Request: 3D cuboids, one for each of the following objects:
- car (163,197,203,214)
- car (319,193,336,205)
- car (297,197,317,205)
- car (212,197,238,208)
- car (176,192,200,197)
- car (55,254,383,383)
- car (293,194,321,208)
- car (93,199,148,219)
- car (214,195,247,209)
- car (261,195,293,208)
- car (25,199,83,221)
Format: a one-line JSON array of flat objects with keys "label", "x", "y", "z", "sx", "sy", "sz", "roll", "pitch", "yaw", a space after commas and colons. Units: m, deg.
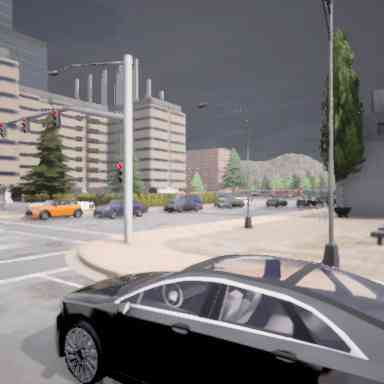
[{"label": "car", "x": -0.863, "y": 1.591, "z": 36.942, "sx": 2.033, "sy": 1.411, "sz": 5.357, "roll": 0, "pitch": 0, "yaw": 36}, {"label": "car", "x": 23.064, "y": 1.258, "z": 57.373, "sx": 2.150, "sy": 2.045, "sz": 5.566, "roll": 0, "pitch": 0, "yaw": 36}, {"label": "car", "x": 20.898, "y": 1.591, "z": 60.340, "sx": 2.033, "sy": 1.411, "sz": 5.357, "roll": 0, "pitch": 0, "yaw": 36}, {"label": "car", "x": 5.134, "y": 1.578, "z": 50.978, "sx": 1.812, "sy": 1.442, "sz": 4.674, "roll": 0, "pitch": 0, "yaw": 36}, {"label": "car", "x": -0.939, "y": 1.272, "z": 42.747, "sx": 2.150, "sy": 2.045, "sz": 5.566, "roll": 0, "pitch": 0, "yaw": 36}, {"label": "car", "x": 0.430, "y": 1.496, "z": 3.759, "sx": 4.902, "sy": 1.511, "sz": 2.128, "roll": 0, "pitch": 0, "yaw": 35}, {"label": "car", "x": 16.967, "y": 1.513, "z": 49.069, "sx": 1.882, "sy": 1.535, "sz": 5.008, "roll": 0, "pitch": 0, "yaw": 36}, {"label": "car", "x": -6.469, "y": 1.394, "z": 29.304, "sx": 2.097, "sy": 1.767, "sz": 4.553, "roll": 0, "pitch": 0, "yaw": 36}, {"label": "car", "x": 5.295, "y": 1.537, "z": 45.312, "sx": 2.128, "sy": 1.511, "sz": 4.902, "roll": 0, "pitch": 0, "yaw": 36}, {"label": "car", "x": 12.540, "y": 1.529, "z": 48.950, "sx": 2.128, "sy": 1.511, "sz": 4.902, "roll": 0, "pitch": 0, "yaw": 36}, {"label": "car", "x": -11.663, "y": 1.400, "z": 28.251, "sx": 2.097, "sy": 1.767, "sz": 4.553, "roll": 0, "pitch": 0, "yaw": 38}]
